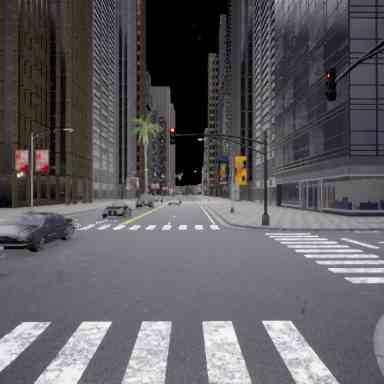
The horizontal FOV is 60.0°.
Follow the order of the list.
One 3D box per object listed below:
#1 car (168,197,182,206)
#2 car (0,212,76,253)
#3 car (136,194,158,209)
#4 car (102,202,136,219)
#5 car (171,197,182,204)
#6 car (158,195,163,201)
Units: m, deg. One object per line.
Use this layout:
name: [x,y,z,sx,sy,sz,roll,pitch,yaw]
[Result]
car: [-3.244,1.781,59.890,1.895,1.301,4.718,0,0,0]
car: [-6.622,1.567,14.126,2.033,1.411,5.357,0,0,0]
car: [-6.669,1.348,47.762,2.150,2.045,5.566,0,0,0]
car: [-6.645,1.628,29.793,1.994,1.385,4.181,0,0,0]
car: [-3.259,1.788,69.786,1.994,1.385,4.181,0,0,0]
car: [-6.599,1.206,63.828,2.097,1.767,4.553,0,0,0]
